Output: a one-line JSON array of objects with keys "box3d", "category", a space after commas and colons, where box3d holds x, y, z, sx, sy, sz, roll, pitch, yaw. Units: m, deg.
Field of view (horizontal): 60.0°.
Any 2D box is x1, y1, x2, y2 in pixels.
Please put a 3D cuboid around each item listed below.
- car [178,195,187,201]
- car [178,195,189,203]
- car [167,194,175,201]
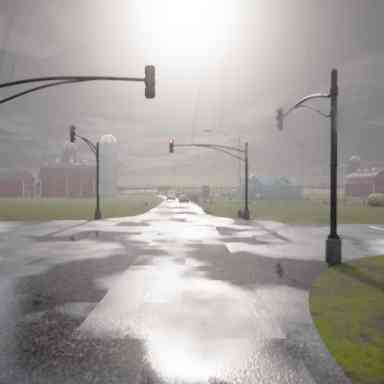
[{"box3d": [-2.274, 1.441, 79.983, 1.837, 1.490, 4.892, 0, 0, -4], "category": "car"}, {"box3d": [-1.670, 1.604, 69.999, 1.895, 1.301, 4.718, 0, 0, -3], "category": "car"}, {"box3d": [-4.655, 1.161, 74.000, 1.812, 1.442, 4.674, 0, 0, -3], "category": "car"}]
